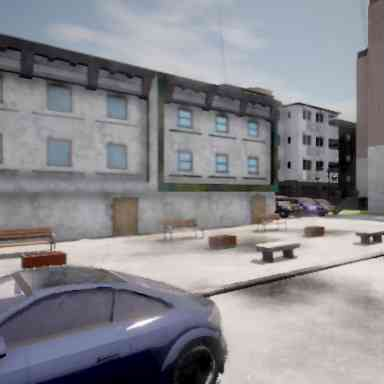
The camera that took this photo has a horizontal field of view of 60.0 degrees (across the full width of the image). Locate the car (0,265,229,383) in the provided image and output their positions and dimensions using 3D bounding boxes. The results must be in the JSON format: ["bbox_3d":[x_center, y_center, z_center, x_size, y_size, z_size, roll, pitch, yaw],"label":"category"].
[{"bbox_3d":[-1.638,1.564,3.437,4.181,1.385,1.994,0,0,-35],"label":"car"}]

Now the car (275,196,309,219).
[{"bbox_3d":[7.668,1.247,28.474,1.905,1.878,3.866,0,0,-25],"label":"car"}]

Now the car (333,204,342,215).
[{"bbox_3d":[12.377,1.421,32.295,1.816,1.474,4.193,0,0,-25],"label":"car"}]

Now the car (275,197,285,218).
[{"bbox_3d":[5.473,1.417,27.405,1.845,1.501,3.633,0,0,-25],"label":"car"}]

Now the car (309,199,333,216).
[{"bbox_3d":[10.058,1.353,30.465,2.242,1.667,4.611,0,0,-25],"label":"car"}]
